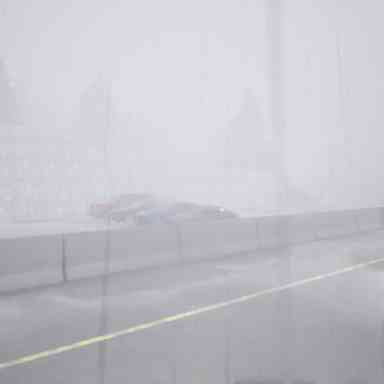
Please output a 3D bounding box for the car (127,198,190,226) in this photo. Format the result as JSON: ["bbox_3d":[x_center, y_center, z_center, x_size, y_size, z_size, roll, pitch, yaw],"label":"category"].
[{"bbox_3d":[-1.087,1.319,20.317,5.008,1.535,1.882,-1,1,-36],"label":"car"}]

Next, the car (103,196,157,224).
[{"bbox_3d":[-3.218,1.308,23.098,5.008,1.535,1.882,-1,1,-36],"label":"car"}]

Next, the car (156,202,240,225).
[{"bbox_3d":[0.577,1.394,17.211,4.181,1.385,1.994,-1,1,-35],"label":"car"}]

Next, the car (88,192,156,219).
[{"bbox_3d":[-5.197,1.065,25.984,5.566,2.045,2.150,-1,1,-36],"label":"car"}]
